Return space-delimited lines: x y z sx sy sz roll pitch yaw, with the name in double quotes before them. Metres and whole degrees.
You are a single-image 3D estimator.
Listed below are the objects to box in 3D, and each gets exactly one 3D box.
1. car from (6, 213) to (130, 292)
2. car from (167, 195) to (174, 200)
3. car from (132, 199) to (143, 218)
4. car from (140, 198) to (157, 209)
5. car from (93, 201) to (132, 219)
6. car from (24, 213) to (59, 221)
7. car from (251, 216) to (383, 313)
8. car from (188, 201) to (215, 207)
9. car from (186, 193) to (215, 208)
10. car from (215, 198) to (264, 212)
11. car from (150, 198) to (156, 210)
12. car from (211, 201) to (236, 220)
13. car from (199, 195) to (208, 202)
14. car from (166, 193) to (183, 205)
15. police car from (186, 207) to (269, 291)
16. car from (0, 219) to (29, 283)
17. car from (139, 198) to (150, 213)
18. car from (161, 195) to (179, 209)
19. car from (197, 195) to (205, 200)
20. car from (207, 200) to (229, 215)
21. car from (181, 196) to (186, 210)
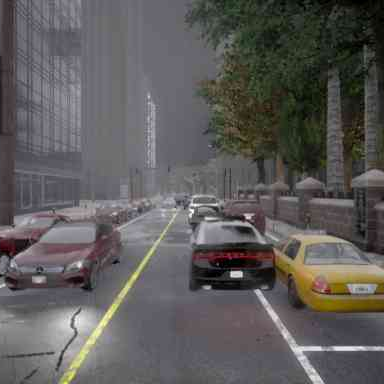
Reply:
"car" -3.124 1.526 9.105 1.812 1.442 4.674 0 0 0
"car" -6.013 1.636 93.969 1.802 1.307 4.206 0 0 0
"car" -5.841 1.559 29.316 2.008 1.369 4.403 0 0 0
"car" -5.884 1.541 45.517 1.752 1.417 4.829 0 0 0
"car" -5.826 1.446 23.859 1.967 1.590 4.097 0 0 0
"car" -5.797 1.547 12.945 1.887 1.381 4.507 0 0 0
"car" 2.742 1.526 7.685 1.752 1.417 4.829 0 0 0
"car" 0.849 1.510 19.057 1.837 1.490 4.892 0 0 0
"car" 0.834 1.231 25.087 2.150 2.045 5.566 0 0 0
"car" 2.713 1.319 18.428 2.192 1.841 5.009 0 0 0
"car" -5.870 1.453 40.230 1.967 1.590 4.097 0 0 0
"car" 2.684 1.534 29.511 1.752 1.417 4.829 0 0 0
"car" 2.556 1.479 77.680 1.967 1.590 4.097 0 0 0
"car" -1.764 1.371 54.998 2.097 1.767 4.553 1 0 -38
"police car" 0.876 1.427 9.167 1.930 1.638 5.238 0 0 0
"car" -5.783 1.545 7.488 1.887 1.381 4.507 0 0 0
"car" -5.855 1.555 34.773 1.887 1.381 4.507 0 0 0
"car" -3.122 1.542 45.877 1.812 1.442 4.674 0 0 0
"car" 2.512 1.605 93.992 2.008 1.369 4.403 0 0 0
"car" 2.670 1.576 34.798 1.947 1.339 4.313 0 0 0
"car" -0.117 1.541 43.907 1.812 1.442 4.674 0 0 0
